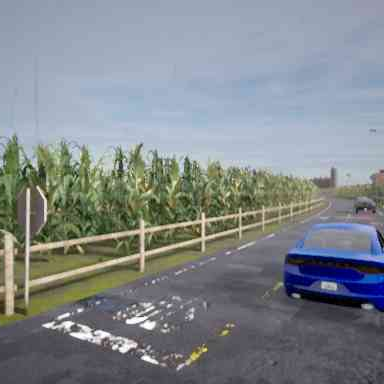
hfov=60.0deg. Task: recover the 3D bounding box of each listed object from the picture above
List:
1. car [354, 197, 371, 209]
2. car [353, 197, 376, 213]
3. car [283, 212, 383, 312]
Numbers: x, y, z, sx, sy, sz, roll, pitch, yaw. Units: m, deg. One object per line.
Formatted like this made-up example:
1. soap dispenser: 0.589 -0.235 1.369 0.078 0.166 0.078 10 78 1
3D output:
1. car: 22.673 1.432 44.343 1.837 1.490 4.892 0 0 24
2. car: 18.307 1.450 35.153 1.837 1.490 4.892 0 0 27
3. car: 3.614 1.466 7.875 1.882 1.535 5.008 0 0 30
